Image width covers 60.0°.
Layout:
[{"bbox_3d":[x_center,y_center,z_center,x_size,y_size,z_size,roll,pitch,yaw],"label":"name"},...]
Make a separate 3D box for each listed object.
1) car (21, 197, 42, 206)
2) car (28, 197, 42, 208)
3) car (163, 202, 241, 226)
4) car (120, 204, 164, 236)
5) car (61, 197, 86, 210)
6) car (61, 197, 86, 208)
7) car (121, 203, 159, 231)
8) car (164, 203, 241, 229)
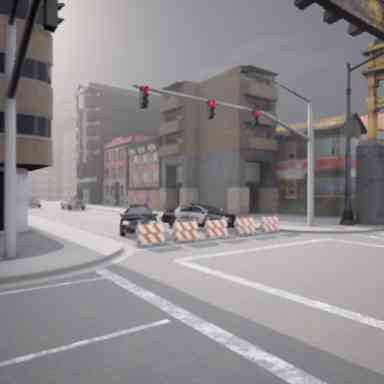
[{"bbox_3d":[-22.769,1.302,47.139,1.853,1.218,4.536,0,0,-36],"label":"car"},{"bbox_3d":[-22.739,1.460,47.096,2.038,1.542,4.974,0,0,-36],"label":"car"},{"bbox_3d":[0.581,1.305,20.631,4.536,1.218,1.853,0,0,34],"label":"car"},{"bbox_3d":[-2.952,1.459,18.453,2.038,1.542,4.974,0,0,-11],"label":"car"},{"bbox_3d":[-15.020,1.462,42.115,2.038,1.542,4.974,0,0,-36],"label":"car"},{"bbox_3d":[-15.050,1.305,42.157,1.853,1.218,4.536,0,0,-36],"label":"car"},{"bbox_3d":[-2.962,1.302,18.504,1.853,1.218,4.536,0,0,-11],"label":"car"},{"bbox_3d":[0.624,1.462,20.602,4.974,1.542,2.038,0,0,34],"label":"car"}]
